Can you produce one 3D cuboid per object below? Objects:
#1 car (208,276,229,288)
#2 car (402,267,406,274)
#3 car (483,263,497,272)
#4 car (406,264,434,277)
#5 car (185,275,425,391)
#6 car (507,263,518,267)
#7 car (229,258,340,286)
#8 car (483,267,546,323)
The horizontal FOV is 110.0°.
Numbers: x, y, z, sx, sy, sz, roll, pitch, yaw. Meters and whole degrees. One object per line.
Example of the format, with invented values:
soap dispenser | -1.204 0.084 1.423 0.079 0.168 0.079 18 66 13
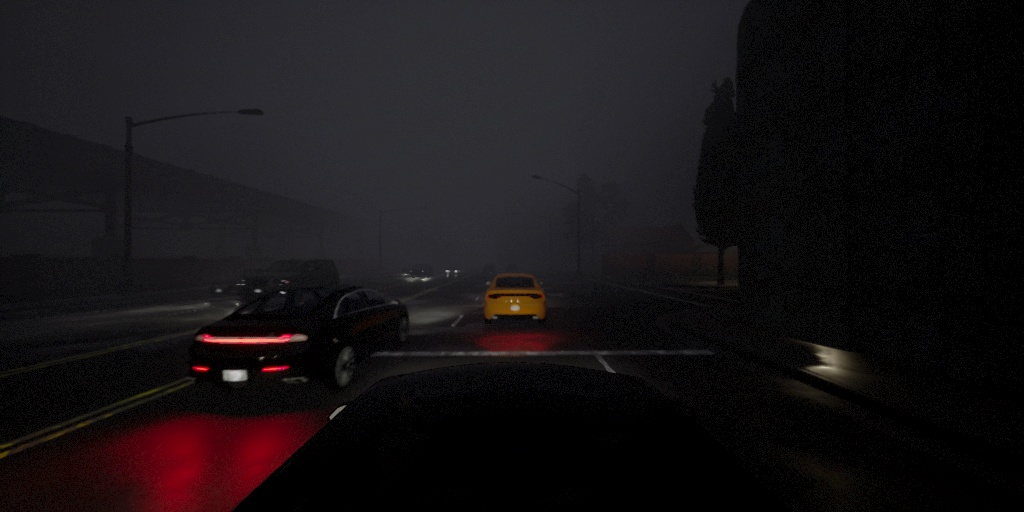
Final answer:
car | -14.103 1.422 19.705 2.128 1.511 4.902 0 -1 0
car | -14.103 1.792 51.194 2.033 1.411 5.357 0 -1 0
car | -3.410 1.829 54.915 2.033 1.411 5.357 0 -1 0
car | -10.607 1.634 42.328 1.882 1.535 5.008 0 -1 0
car | -3.415 1.293 6.874 2.128 1.511 4.902 0 -1 0
car | 0.087 1.898 60.210 1.994 1.385 4.181 0 -1 0
car | -10.603 1.132 17.730 2.150 2.045 5.566 0 -1 0
car | 0.094 1.337 12.678 1.882 1.535 5.008 0 0 0
